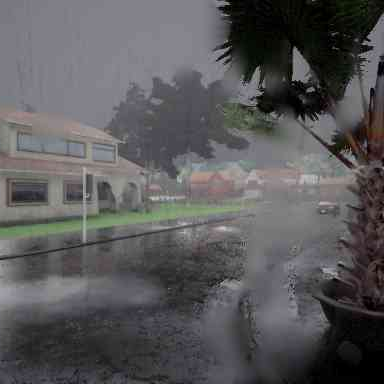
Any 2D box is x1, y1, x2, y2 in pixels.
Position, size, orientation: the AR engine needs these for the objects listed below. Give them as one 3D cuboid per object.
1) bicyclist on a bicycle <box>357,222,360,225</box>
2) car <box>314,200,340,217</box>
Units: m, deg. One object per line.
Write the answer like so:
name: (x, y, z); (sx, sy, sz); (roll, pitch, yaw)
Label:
bicyclist on a bicycle: (9.386, 1.349, 17.135); (1.656, 1.620, 0.582); (0, 0, 30)
car: (12.804, 1.526, 31.497); (1.812, 1.442, 4.674); (0, 0, 30)
